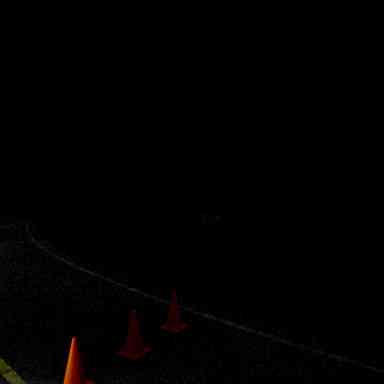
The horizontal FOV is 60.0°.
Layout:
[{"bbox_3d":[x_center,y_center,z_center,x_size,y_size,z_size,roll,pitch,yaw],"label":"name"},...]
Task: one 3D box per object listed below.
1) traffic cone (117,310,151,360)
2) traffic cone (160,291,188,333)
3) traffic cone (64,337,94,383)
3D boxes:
[{"bbox_3d":[-0.809,1.938,4.624,0.340,0.580,0.340,1,1,31],"label":"traffic cone"},{"bbox_3d":[-0.290,1.932,5.475,0.340,0.580,0.340,1,1,31],"label":"traffic cone"},{"bbox_3d":[-1.328,1.945,3.774,0.340,0.580,0.340,1,1,31],"label":"traffic cone"}]
